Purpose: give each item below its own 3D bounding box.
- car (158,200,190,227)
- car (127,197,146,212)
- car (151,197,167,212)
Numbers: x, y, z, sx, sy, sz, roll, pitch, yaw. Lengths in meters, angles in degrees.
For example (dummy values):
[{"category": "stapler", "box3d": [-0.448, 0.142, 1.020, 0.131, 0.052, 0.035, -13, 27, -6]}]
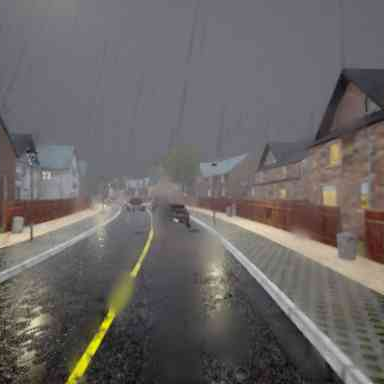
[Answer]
[{"category": "car", "box3d": [-1.217, 1.517, 22.663, 1.837, 1.490, 4.892, 0, 0, -6]}, {"category": "car", "box3d": [-6.594, 1.415, 39.164, 2.097, 1.767, 4.553, 0, 0, -11]}, {"category": "car", "box3d": [-3.866, 1.428, 40.523, 2.097, 1.767, 4.553, 0, 0, -10]}]
